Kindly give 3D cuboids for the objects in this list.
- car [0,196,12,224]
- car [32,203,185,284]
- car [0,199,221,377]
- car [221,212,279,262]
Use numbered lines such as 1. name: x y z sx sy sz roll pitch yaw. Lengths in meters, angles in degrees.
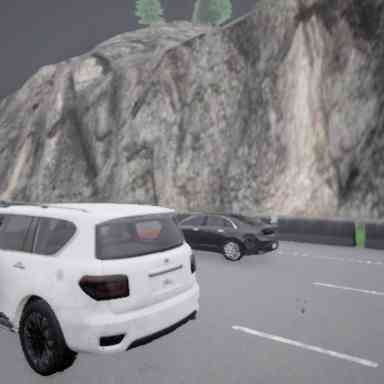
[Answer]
1. car: -14.676 1.170 23.055 4.553 1.767 2.097 1 0 36
2. car: -2.671 1.319 10.194 4.553 1.767 2.097 0 0 35
3. car: -2.498 1.201 5.773 5.566 2.045 2.150 0 0 35
4. car: 0.672 1.481 12.110 4.892 1.490 1.837 0 0 35
